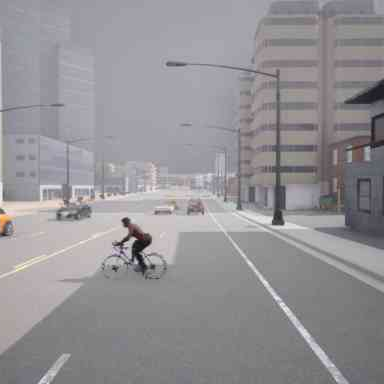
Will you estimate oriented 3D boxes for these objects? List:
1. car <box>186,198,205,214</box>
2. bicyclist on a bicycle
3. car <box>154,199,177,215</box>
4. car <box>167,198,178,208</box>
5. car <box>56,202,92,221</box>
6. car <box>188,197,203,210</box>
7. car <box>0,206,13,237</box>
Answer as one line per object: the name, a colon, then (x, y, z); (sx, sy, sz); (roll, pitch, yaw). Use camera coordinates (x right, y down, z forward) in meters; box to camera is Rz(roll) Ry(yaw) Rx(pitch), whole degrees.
car: (0.428, 1.743, 37.938); (1.812, 1.442, 4.674); (0, 0, 1)
bicyclist on a bicycle: (-1.492, 1.464, 8.470); (1.656, 1.620, 0.582); (-2, 0, 1)
car: (-3.083, 1.819, 37.590); (1.895, 1.301, 4.718); (0, 0, 1)
car: (-3.015, 1.613, 47.646); (1.882, 1.535, 5.008); (0, 1, 1)
car: (-10.304, 1.680, 29.360); (2.128, 1.511, 4.902); (0, 0, 1)
car: (0.494, 1.620, 48.151); (2.128, 1.511, 4.902); (0, 1, 1)
car: (-10.464, 1.415, 15.546); (2.097, 1.767, 4.553); (0, -1, 1)
